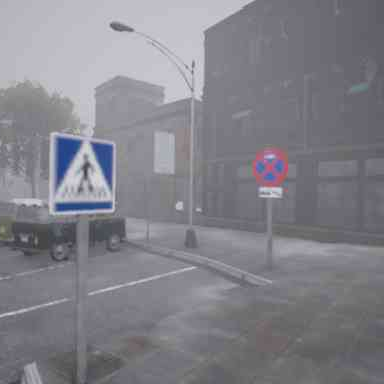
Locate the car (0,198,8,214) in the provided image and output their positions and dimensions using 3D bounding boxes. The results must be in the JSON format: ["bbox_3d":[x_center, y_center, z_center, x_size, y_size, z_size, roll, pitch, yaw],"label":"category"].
[{"bbox_3d":[-20.048,1.295,30.632,2.231,1.521,4.892,2,0,29],"label":"car"}]

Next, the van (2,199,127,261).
[{"bbox_3d":[-4.308,1.307,12.557,1.878,1.987,4.442,0,-1,29],"label":"van"}]

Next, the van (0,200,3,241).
[{"bbox_3d":[-6.277,1.302,14.821,1.878,1.987,4.442,0,-1,29],"label":"van"}]
